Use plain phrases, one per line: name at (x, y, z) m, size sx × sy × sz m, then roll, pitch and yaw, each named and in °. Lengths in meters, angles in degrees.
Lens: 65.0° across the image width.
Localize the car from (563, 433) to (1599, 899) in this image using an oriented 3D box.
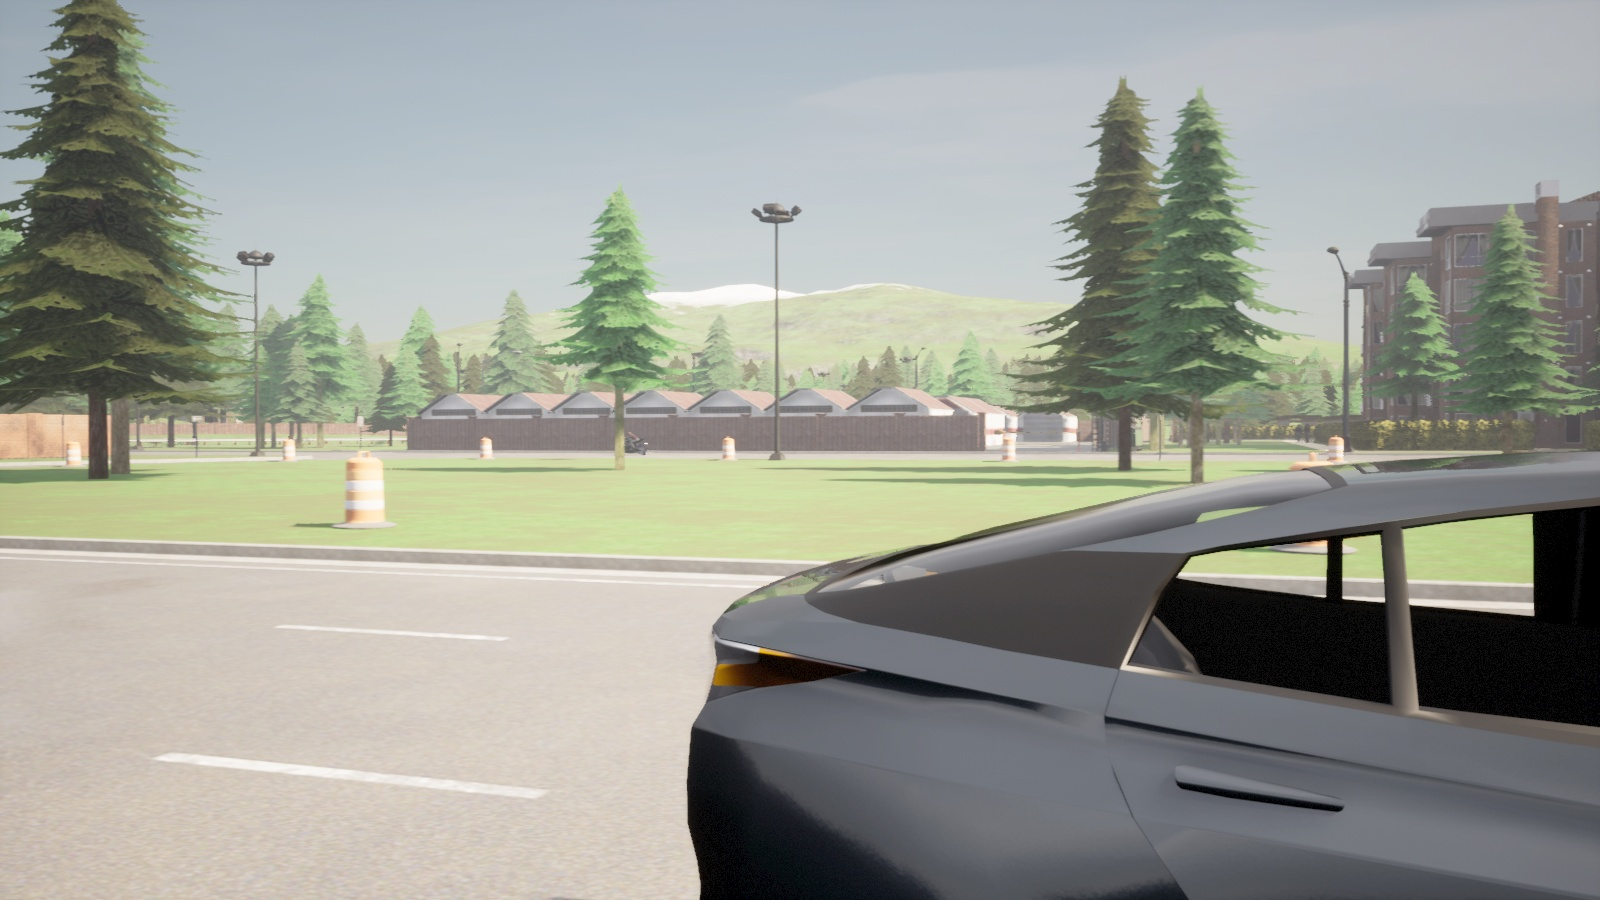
car at (2.029, 0.741, 2.510) m, size 4.514 × 1.525 × 2.007 m, roll 1°, pitch 1°, yaw 19°

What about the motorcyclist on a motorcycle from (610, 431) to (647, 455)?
motorcyclist on a motorcycle at (-10.842, -0.450, 79.298) m, size 2.191 × 1.530 × 0.866 m, roll 1°, pitch 1°, yaw 19°
